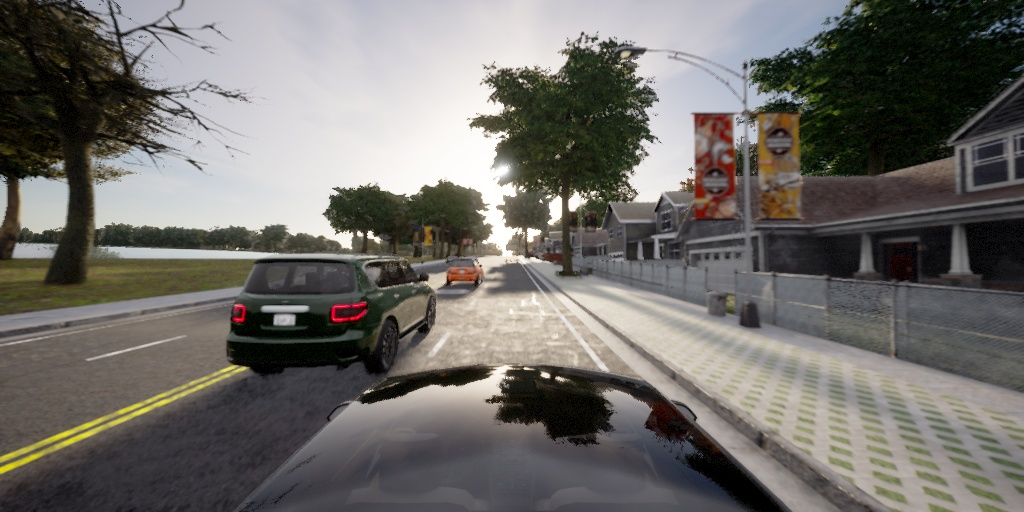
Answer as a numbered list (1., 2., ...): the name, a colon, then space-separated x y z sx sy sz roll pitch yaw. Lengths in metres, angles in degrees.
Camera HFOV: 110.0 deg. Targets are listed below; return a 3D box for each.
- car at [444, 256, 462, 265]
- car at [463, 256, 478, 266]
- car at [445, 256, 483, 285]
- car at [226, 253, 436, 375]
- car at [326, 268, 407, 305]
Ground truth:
1. car: -9.786 0.697 59.654 2.033 1.411 5.357 0 1 1
2. car: -6.558 0.709 57.443 1.812 1.442 4.674 0 1 0
3. car: -3.150 0.984 24.638 2.097 1.767 4.553 0 1 0
4. car: -3.161 0.965 7.631 2.150 2.045 5.566 0 0 0
5. car: -6.598 1.301 16.888 1.895 1.301 4.718 0 0 0
